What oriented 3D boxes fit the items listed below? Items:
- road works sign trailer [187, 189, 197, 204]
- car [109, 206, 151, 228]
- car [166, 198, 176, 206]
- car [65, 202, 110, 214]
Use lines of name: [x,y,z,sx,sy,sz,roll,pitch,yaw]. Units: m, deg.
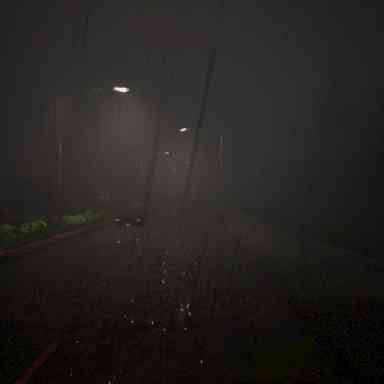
road works sign trailer: [-0.078,1.018,77.566,2.380,3.560,2.880,0,0,0]
car: [-4.102,1.719,23.900,2.033,1.411,5.357,0,0,0]
car: [-4.068,1.971,65.358,1.812,1.442,4.674,0,0,0]
car: [-10.337,1.704,34.739,5.357,1.415,2.033,0,-1,-40]
